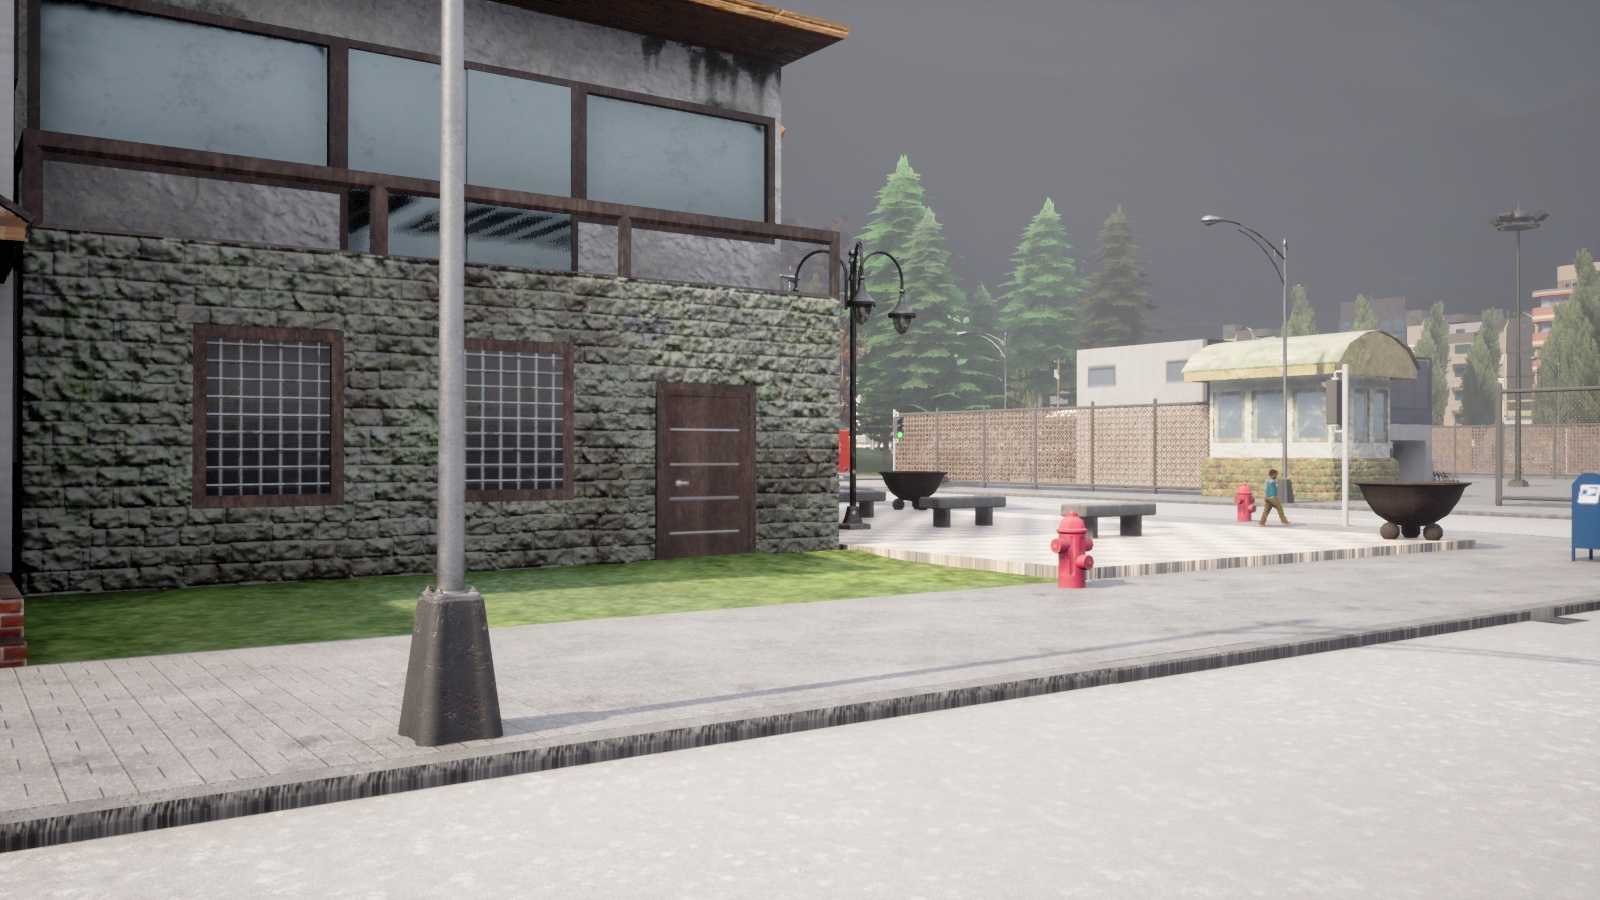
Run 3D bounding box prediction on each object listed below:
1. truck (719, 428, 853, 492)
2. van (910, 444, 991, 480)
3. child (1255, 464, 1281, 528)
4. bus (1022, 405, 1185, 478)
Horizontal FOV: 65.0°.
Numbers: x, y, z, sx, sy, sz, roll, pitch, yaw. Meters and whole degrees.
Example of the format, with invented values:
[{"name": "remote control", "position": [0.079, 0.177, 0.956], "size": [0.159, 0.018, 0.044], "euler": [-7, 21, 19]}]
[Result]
[{"name": "truck", "position": [-0.615, 0.391, 50.865], "size": [2.627, 2.467, 5.204], "euler": [1, 0, -42]}, {"name": "van", "position": [8.448, 0.651, 70.230], "size": [4.442, 1.987, 1.775], "euler": [0, 0, -35]}, {"name": "child", "position": [8.860, 0.870, 23.784], "size": [0.448, 1.192, 0.343], "euler": [0, 0, 23]}, {"name": "bus", "position": [18.819, -0.482, 77.448], "size": [10.273, 4.253, 3.944], "euler": [0, 0, -35]}]
